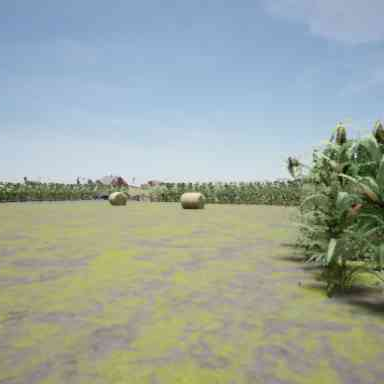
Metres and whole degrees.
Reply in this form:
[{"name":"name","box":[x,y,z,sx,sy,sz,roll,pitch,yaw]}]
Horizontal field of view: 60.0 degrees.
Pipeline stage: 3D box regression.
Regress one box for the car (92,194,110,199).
[{"name":"car","box":[-21.524,1.063,79.404,1.895,1.301,4.718,0,0,31]}]
